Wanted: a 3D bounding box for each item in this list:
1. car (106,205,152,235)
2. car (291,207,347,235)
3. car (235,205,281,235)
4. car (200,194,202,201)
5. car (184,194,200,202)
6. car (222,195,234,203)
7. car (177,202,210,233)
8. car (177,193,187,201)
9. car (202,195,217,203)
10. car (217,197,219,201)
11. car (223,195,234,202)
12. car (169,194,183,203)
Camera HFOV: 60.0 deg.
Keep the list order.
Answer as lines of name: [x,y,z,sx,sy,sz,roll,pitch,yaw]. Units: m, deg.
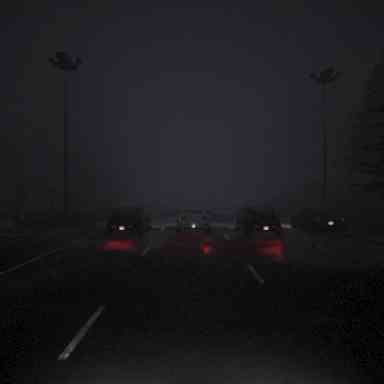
car: [-3.404,1.501,18.538,1.837,1.490,4.892,0,0,0]
car: [7.094,1.560,18.981,1.994,1.385,4.181,0,0,0]
car: [3.596,1.501,18.550,1.837,1.490,4.892,0,0,0]
car: [1.426,1.190,77.709,2.097,1.767,4.553,0,0,17]
car: [0.012,1.585,67.642,1.895,1.301,4.718,0,0,2]
car: [7.001,1.510,67.039,1.812,1.442,4.674,0,0,2]
car: [0.081,1.521,19.508,1.812,1.442,4.674,0,0,0]
car: [-2.144,1.202,77.813,2.150,2.045,5.566,0,0,17]
car: [3.500,1.337,66.981,2.097,1.767,4.553,0,0,2]
car: [4.847,1.434,76.949,1.895,1.301,4.718,0,0,17]
car: [8.464,1.460,76.901,1.812,1.442,4.674,0,0,17]
car: [-3.482,1.544,68.118,1.994,1.385,4.181,0,0,2]
